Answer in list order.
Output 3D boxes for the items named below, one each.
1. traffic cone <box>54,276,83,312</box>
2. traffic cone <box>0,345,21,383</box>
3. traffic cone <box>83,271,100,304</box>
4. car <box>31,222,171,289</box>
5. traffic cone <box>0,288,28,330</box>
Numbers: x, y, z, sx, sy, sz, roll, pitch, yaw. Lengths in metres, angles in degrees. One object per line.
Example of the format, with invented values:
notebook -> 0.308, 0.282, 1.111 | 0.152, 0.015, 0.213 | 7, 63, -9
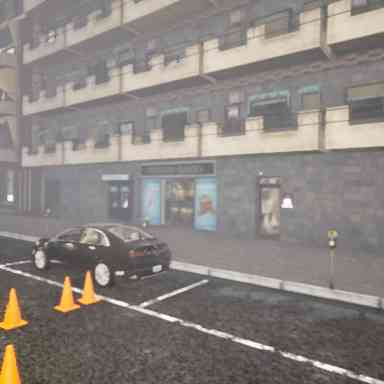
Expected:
traffic cone -> -2.370, 1.901, 6.317 | 0.340, 0.580, 0.340 | 1, 0, 36
traffic cone -> -1.928, 1.918, 3.524 | 0.340, 0.580, 0.340 | 1, 0, 36
traffic cone -> -2.098, 1.903, 6.741 | 0.340, 0.580, 0.340 | 1, 0, 43
car -> -2.562, 1.484, 8.885 | 4.403, 1.369, 2.008 | 1, 0, 36
traffic cone -> -2.958, 1.896, 5.508 | 0.340, 0.580, 0.340 | 1, 0, 36
